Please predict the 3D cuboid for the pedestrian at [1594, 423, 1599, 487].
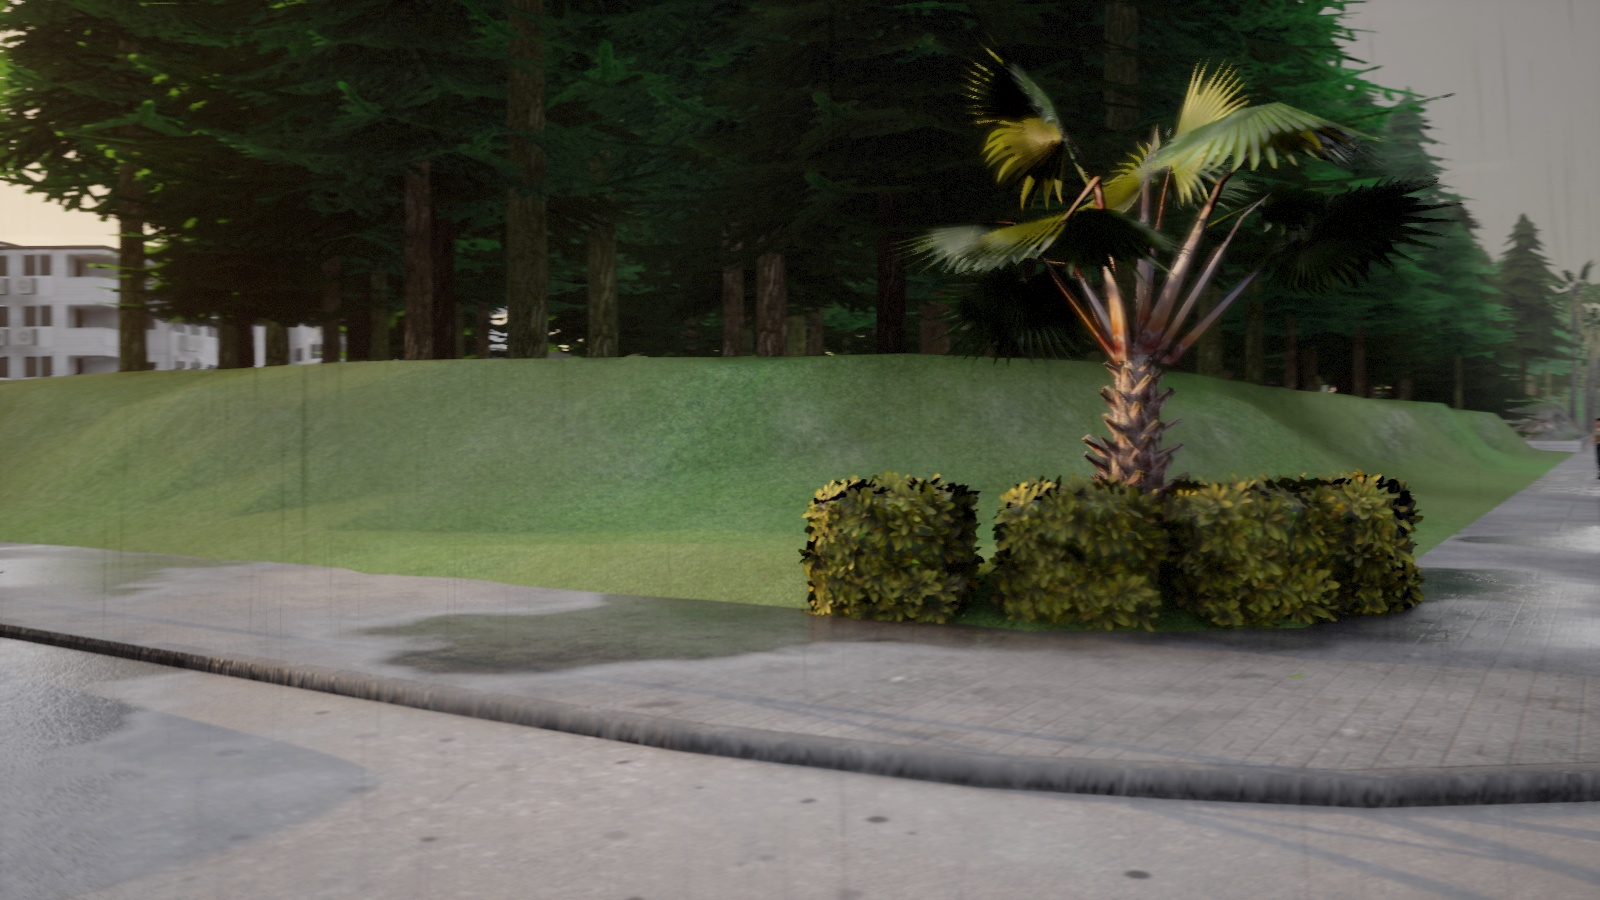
[{"bbox_3d":[23.330,0.144,36.248,0.594,1.836,0.345,0,1,-9],"label":"pedestrian"}]
